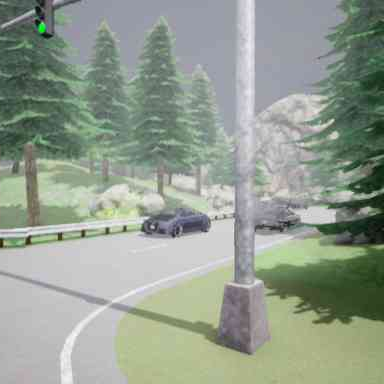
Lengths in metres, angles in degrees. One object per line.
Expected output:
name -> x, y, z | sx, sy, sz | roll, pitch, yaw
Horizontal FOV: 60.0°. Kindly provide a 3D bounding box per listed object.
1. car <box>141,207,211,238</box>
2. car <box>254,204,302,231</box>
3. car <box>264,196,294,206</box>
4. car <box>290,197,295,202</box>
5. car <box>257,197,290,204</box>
car -> -0.758, 1.523, 17.646 | 1.994, 1.385, 4.181 | 0, 0, 35
car -> 5.037, 1.603, 19.627 | 1.994, 1.385, 4.181 | 0, -1, 35
car -> 14.077, 1.470, 54.106 | 1.812, 1.442, 4.674 | 2, -1, -35
car -> 13.092, 1.452, 41.623 | 1.837, 1.490, 4.892 | 1, 0, 3
car -> 5.846, 1.451, 27.038 | 2.128, 1.511, 4.902 | 0, 0, 35
